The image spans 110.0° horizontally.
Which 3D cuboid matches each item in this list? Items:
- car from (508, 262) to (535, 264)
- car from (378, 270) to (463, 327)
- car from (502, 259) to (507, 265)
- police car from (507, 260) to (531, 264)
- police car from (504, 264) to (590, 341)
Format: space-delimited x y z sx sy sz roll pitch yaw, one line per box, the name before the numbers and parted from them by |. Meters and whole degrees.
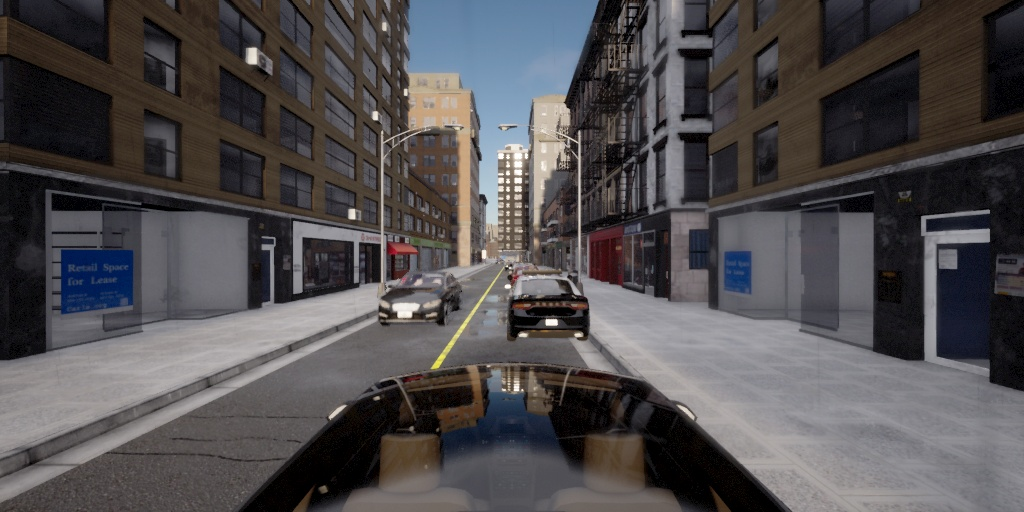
car | 0.814 1.272 19.915 1.812 1.442 4.674 0 0 0
car | -2.756 1.240 11.672 2.128 1.511 4.902 0 0 0
car | 0.013 1.341 47.855 1.895 1.301 4.718 0 0 1
police car | 0.810 1.169 26.025 1.930 1.638 5.238 0 0 0
police car | 0.821 1.174 10.025 1.930 1.638 5.238 0 0 0
